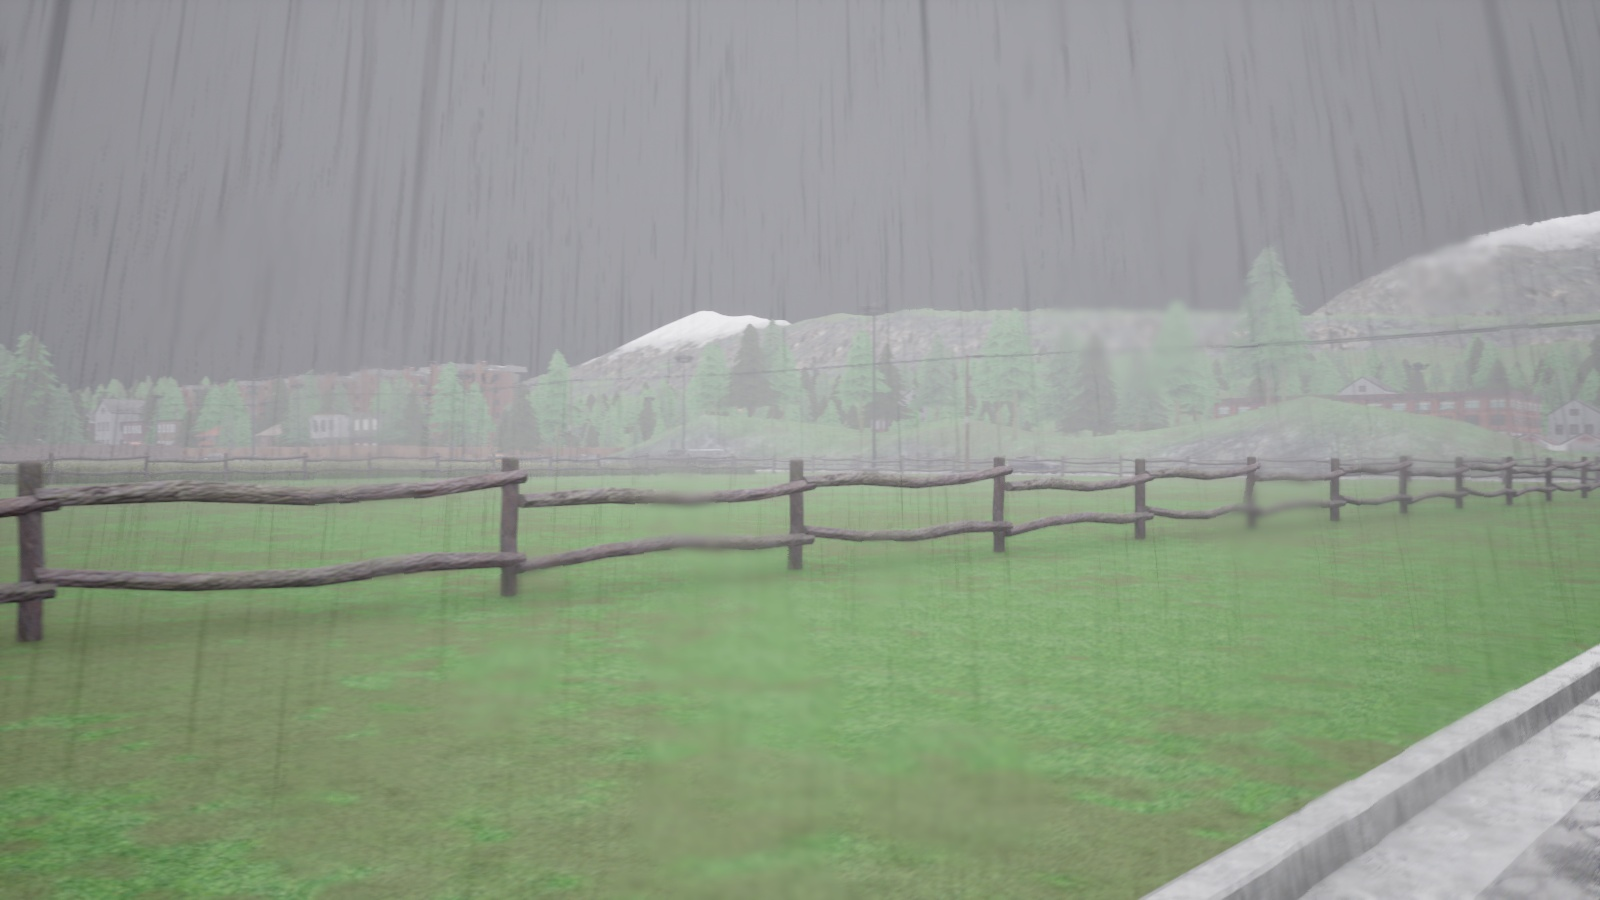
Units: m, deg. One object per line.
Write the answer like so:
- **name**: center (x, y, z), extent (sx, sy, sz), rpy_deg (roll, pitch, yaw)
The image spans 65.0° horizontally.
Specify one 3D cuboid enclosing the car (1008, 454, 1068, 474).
- **car**: center (18.284, 1.056, 96.640), extent (4.193, 1.474, 1.816), rpy_deg (0, 0, 42)
